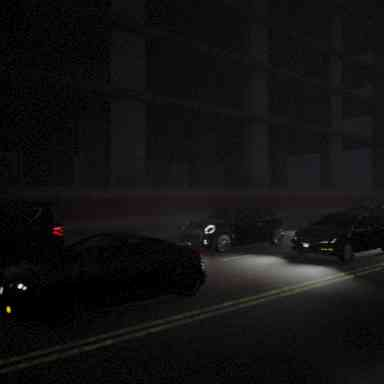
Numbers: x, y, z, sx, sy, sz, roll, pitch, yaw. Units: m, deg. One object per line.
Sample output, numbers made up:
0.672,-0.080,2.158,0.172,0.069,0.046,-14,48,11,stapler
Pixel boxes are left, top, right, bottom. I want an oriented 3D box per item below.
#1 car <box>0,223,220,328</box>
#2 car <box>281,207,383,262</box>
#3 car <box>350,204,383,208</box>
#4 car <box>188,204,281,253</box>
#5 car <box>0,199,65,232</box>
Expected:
-1.725,1.566,7.033,4.181,1.385,1.994,0,0,-35,car
5.738,1.514,12.348,4.892,1.490,1.837,0,0,-35,car
10.186,1.519,19.826,4.892,1.490,1.837,0,0,-35,car
1.724,1.359,13.799,4.553,1.767,2.097,0,0,-35,car
-6.056,1.221,8.247,5.566,2.045,2.150,0,0,-35,car
